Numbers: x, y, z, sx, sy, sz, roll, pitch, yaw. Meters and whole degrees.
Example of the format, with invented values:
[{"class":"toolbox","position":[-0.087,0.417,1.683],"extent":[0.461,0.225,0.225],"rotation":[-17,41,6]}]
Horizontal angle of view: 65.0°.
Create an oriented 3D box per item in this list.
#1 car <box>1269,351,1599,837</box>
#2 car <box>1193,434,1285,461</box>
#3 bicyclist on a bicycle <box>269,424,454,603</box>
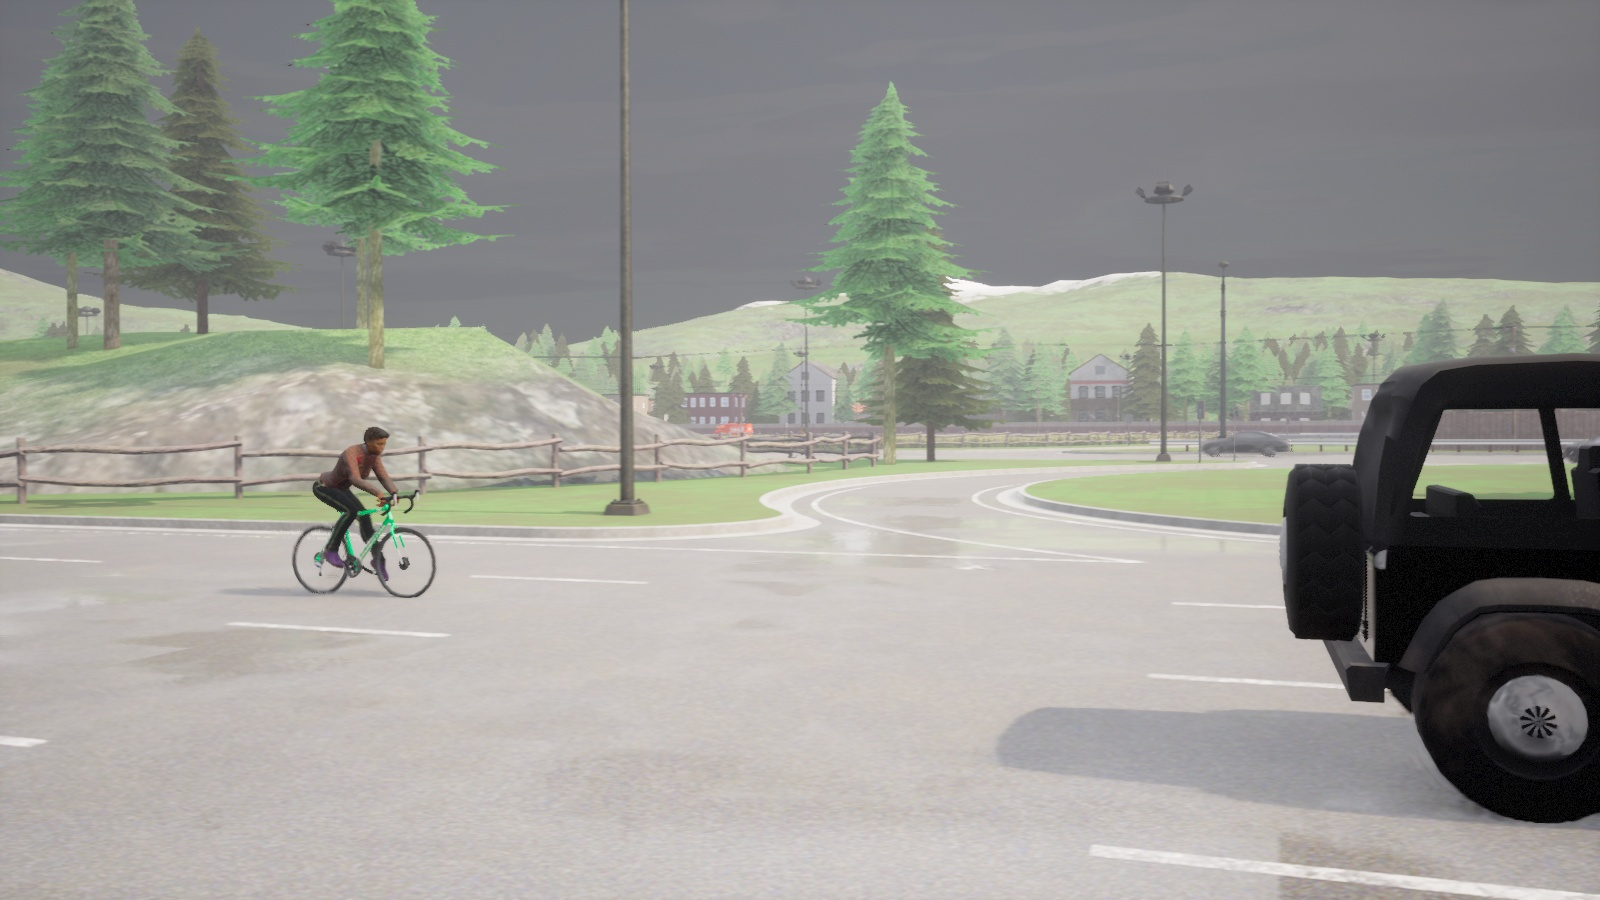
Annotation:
[{"class":"car","position":[4.155,0.550,5.484],"extent":[3.866,1.878,1.905],"rotation":[1,1,19]},{"class":"car","position":[23.924,-0.157,68.622],"extent":[4.674,1.442,1.812],"rotation":[1,1,18]},{"class":"bicyclist on a bicycle","position":[-4.184,0.572,11.985],"extent":[1.656,1.620,0.582],"rotation":[1,1,19]}]
